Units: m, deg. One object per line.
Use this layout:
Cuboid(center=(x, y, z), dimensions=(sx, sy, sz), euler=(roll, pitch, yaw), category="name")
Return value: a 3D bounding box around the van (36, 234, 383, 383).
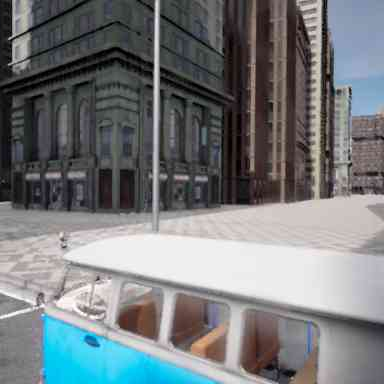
Cuboid(center=(0.388, 1.343, 2.719), dimensions=(3.998, 1.788, 1.690), euler=(0, 1, 36), category="van")
